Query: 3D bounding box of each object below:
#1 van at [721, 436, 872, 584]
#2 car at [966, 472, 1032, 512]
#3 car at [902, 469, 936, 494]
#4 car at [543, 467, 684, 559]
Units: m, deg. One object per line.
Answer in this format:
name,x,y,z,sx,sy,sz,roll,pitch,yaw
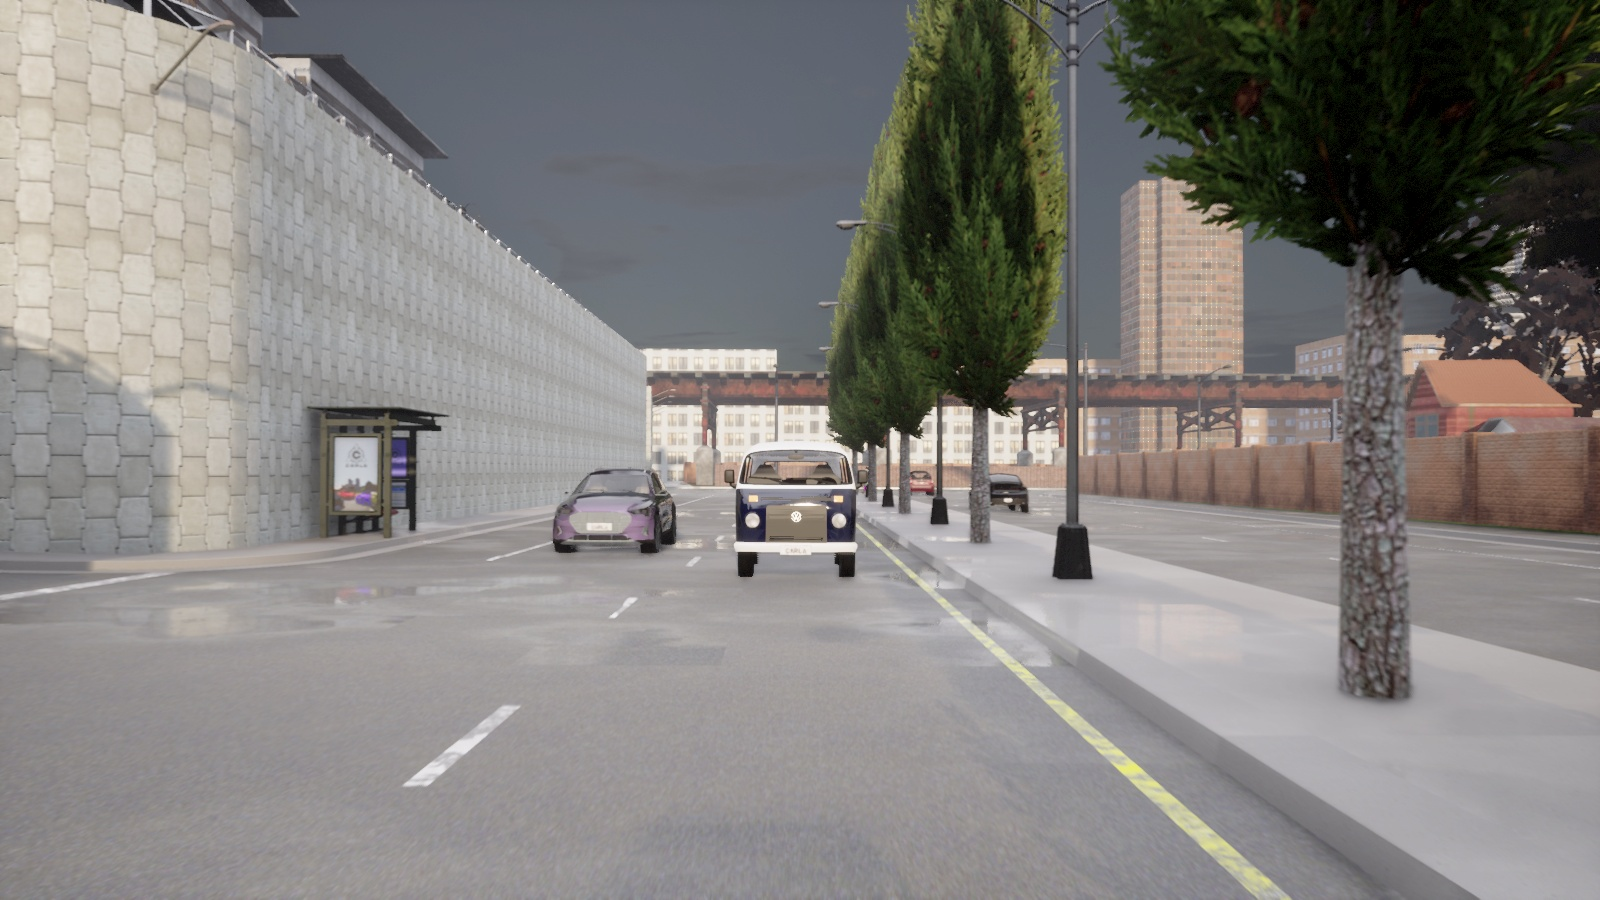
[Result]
van,-0.055,0.867,19.623,2.069,2.038,4.480,0,-1,0
car,7.863,1.626,49.997,1.837,1.490,4.892,0,-1,0
car,7.775,2.061,82.290,1.851,1.617,3.988,0,-1,0
car,-3.596,1.181,25.125,2.033,1.649,4.856,0,-1,1
